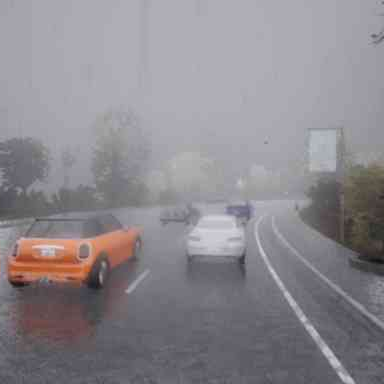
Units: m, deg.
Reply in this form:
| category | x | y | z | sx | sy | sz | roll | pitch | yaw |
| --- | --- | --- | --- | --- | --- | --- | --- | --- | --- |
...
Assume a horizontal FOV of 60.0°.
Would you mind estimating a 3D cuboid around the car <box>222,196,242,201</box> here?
| category | x | y | z | sx | sy | sz | roll | pitch | yaw |
| --- | --- | --- | --- | --- | --- | --- | --- | --- | --- |
| car | 7.303 | 1.384 | 54.883 | 2.128 | 1.511 | 4.902 | 0 | 0 | 29 |

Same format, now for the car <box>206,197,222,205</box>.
| category | x | y | z | sx | sy | sz | roll | pitch | yaw |
| --- | --- | --- | --- | --- | --- | --- | --- | --- | --- |
| car | 3.955 | 1.470 | 56.092 | 1.895 | 1.301 | 4.718 | 0 | 0 | 28 |

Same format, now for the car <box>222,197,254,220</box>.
| category | x | y | z | sx | sy | sz | roll | pitch | yaw |
| --- | --- | --- | --- | --- | --- | --- | --- | --- | --- |
| car | 4.071 | 1.431 | 27.756 | 1.882 | 1.535 | 5.008 | 0 | 0 | 15 |

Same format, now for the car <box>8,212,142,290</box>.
| category | x | y | z | sx | sy | sz | roll | pitch | yaw |
| --- | --- | --- | --- | --- | --- | --- | --- | --- | --- |
| car | -2.878 | 1.323 | 9.260 | 2.097 | 1.767 | 4.553 | 0 | 0 | 6 |

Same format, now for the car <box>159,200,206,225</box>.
| category | x | y | z | sx | sy | sz | roll | pitch | yaw |
| --- | --- | --- | --- | --- | --- | --- | --- | --- | --- |
| car | -0.701 | 1.491 | 23.291 | 2.033 | 1.411 | 5.357 | 0 | 0 | 13 |

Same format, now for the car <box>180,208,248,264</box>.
| category | x | y | z | sx | sy | sz | roll | pitch | yaw |
| --- | --- | --- | --- | --- | --- | --- | --- | --- | --- |
| car | 0.945 | 1.503 | 11.784 | 1.812 | 1.442 | 4.674 | 0 | 0 | 8 |
